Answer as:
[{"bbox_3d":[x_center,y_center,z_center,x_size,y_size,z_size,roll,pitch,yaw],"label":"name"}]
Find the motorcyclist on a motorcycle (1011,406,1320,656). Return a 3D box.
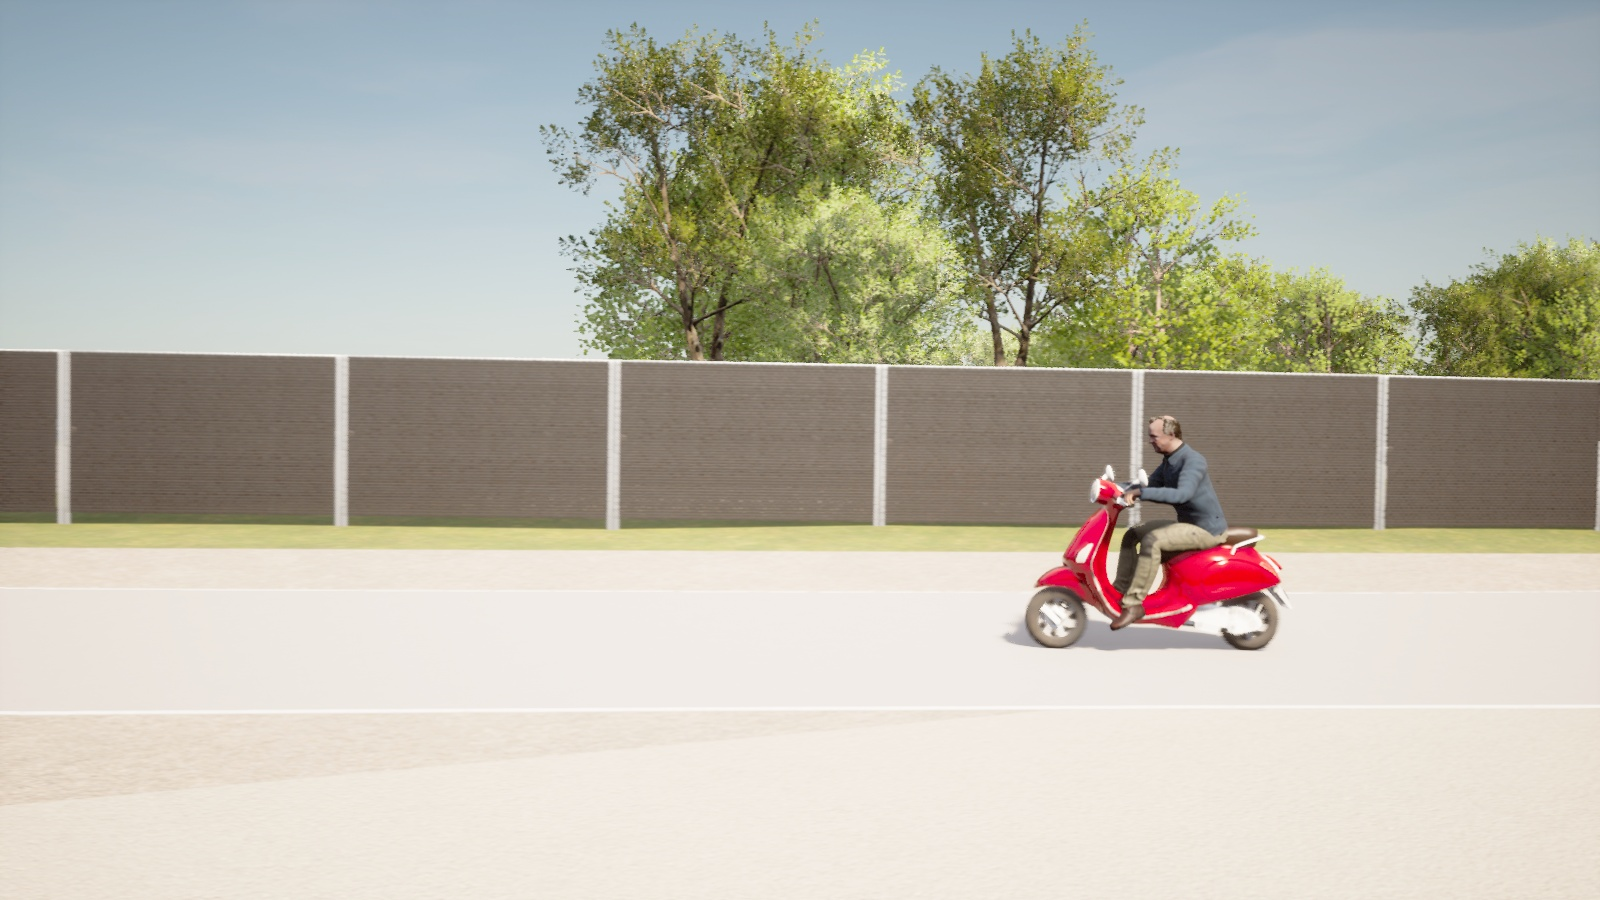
[{"bbox_3d":[2.420,0.508,8.485,1.817,1.590,0.866,0,1,-2],"label":"motorcyclist on a motorcycle"}]
